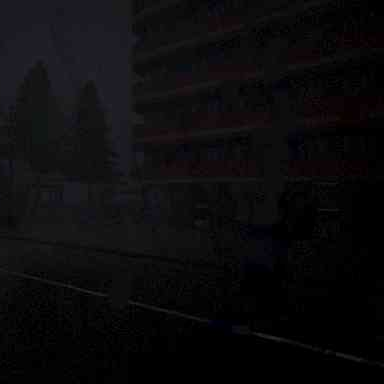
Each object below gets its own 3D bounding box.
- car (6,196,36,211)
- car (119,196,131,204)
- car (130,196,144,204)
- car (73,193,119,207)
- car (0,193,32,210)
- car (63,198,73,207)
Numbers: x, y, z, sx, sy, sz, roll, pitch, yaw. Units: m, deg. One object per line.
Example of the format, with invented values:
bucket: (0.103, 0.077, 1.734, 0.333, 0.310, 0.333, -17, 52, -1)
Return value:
car: (-19.332, 1.545, 40.262, 1.895, 1.301, 4.718, 0, 0, 34)
car: (-10.942, 1.470, 57.333, 1.812, 1.442, 4.674, 0, 0, 44)
car: (-7.165, 1.491, 56.327, 5.357, 1.411, 2.033, 0, 0, -43)
car: (-13.830, 1.166, 48.315, 2.150, 2.045, 5.566, 0, 0, 36)
car: (-22.618, 1.166, 41.639, 2.150, 2.045, 5.566, 0, 0, 34)
car: (-17.174, 1.470, 49.521, 1.812, 1.442, 4.674, 0, 0, 36)
